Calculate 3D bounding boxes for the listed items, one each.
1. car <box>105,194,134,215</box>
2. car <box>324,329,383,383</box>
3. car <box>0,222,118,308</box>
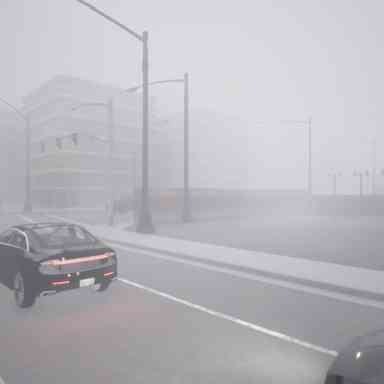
[{"bbox_3d":[-6.290,1.221,34.999,5.566,2.045,2.150,0,0,-44],"label":"car"},{"bbox_3d":[3.196,1.505,1.584,4.892,1.490,1.837,0,0,38],"label":"car"},{"bbox_3d":[-3.647,1.492,8.041,2.128,1.511,4.902,0,0,-43],"label":"car"}]
